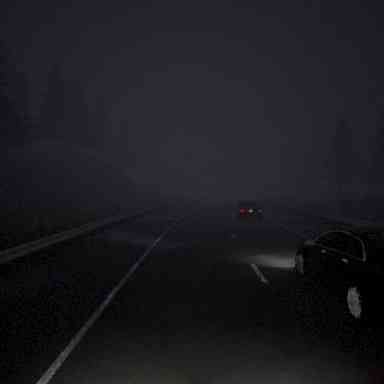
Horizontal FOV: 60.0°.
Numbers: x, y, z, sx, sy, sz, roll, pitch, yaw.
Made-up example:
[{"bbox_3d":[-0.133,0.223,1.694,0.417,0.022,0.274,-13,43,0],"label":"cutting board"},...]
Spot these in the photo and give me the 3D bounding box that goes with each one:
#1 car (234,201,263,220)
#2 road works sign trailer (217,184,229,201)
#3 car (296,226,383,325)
[{"bbox_3d":[4.459,1.412,26.561,2.033,1.411,5.357,0,0,4],"label":"car"},{"bbox_3d":[6.373,0.113,68.710,2.380,3.560,2.880,0,0,12],"label":"road works sign trailer"},{"bbox_3d":[3.662,1.469,6.978,1.837,1.490,4.892,0,0,1],"label":"car"}]
